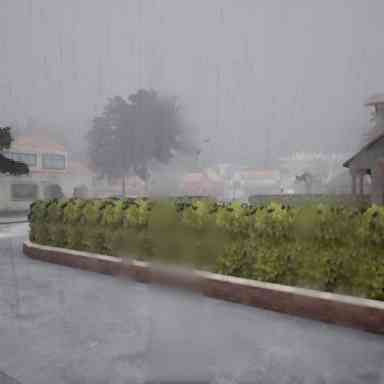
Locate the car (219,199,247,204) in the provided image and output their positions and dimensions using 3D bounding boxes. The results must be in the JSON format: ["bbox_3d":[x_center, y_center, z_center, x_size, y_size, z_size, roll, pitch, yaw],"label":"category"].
[{"bbox_3d":[4.721,1.501,38.068,2.128,1.511,4.902,0,0,36],"label":"car"}]
